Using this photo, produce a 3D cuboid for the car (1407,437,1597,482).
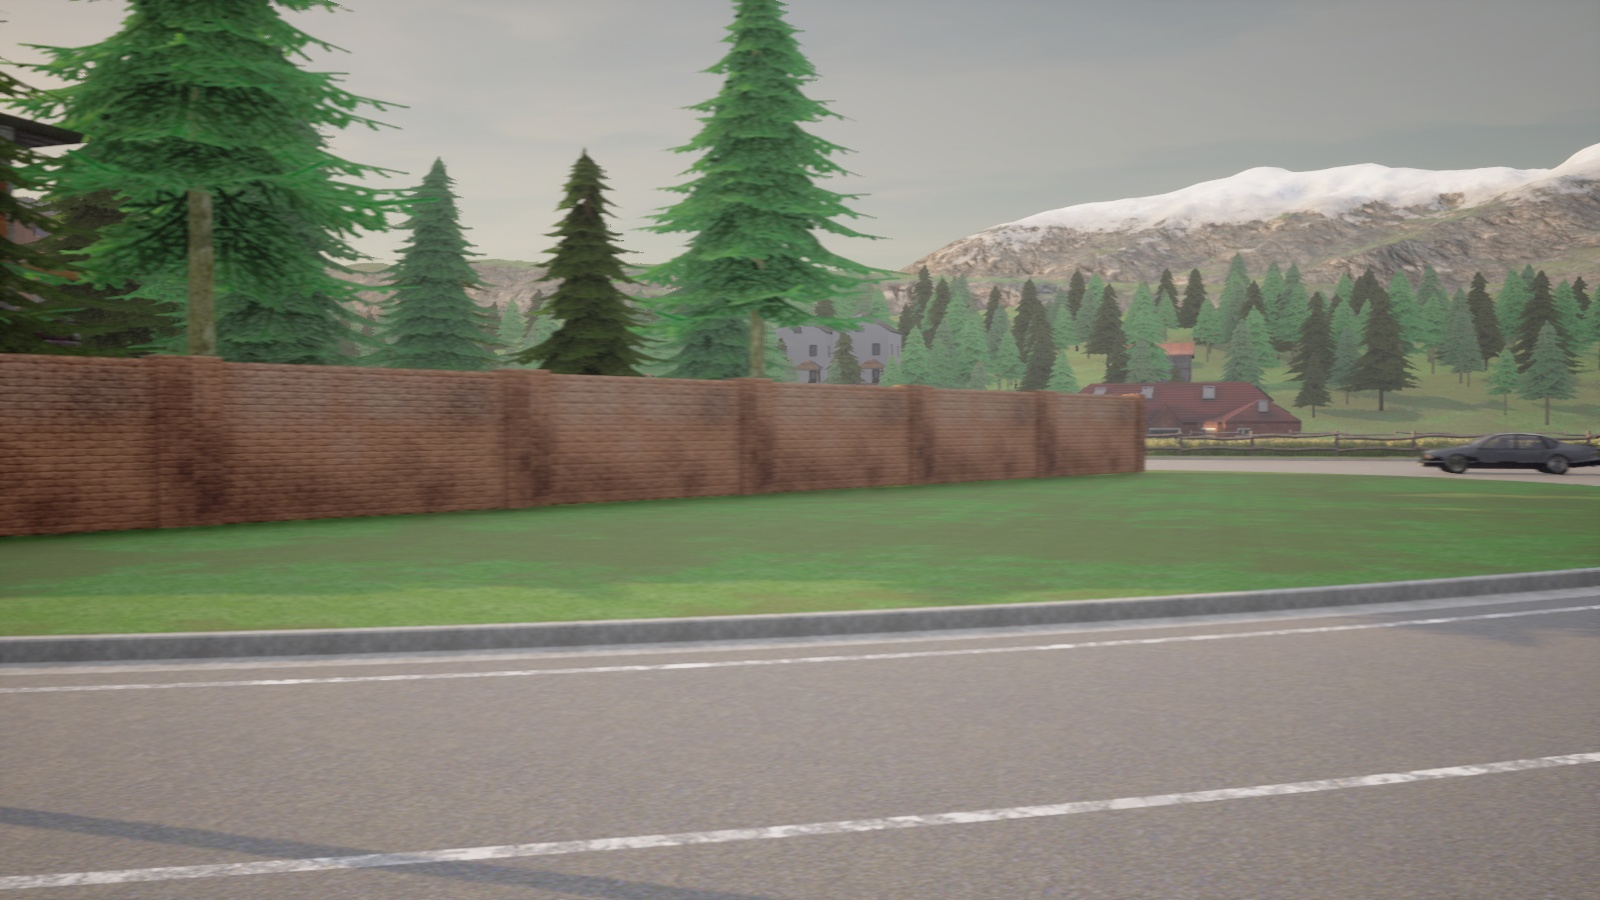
[{"bbox_3d":[23.798,0.296,42.803,5.357,1.411,2.033,1,1,19],"label":"car"}]
